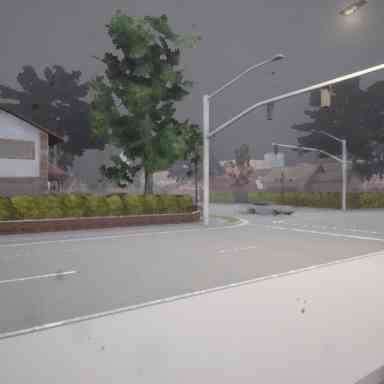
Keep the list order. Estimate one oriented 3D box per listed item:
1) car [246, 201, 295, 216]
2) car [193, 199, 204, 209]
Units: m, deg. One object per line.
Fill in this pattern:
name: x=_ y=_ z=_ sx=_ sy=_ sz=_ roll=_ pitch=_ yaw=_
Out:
car: x=7.297 y=1.524 z=31.212 sx=1.895 sy=1.301 sz=4.718 roll=0 pitch=0 yaw=-31
car: x=-0.227 y=1.496 z=41.917 sx=1.895 sy=1.301 sz=4.718 roll=0 pitch=0 yaw=-36
